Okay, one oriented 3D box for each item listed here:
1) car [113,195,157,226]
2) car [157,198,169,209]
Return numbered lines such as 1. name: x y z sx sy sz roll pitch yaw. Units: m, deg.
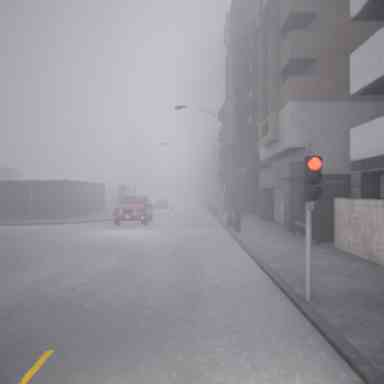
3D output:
1. car: -4.113 1.241 24.014 2.150 2.045 5.566 0 0 0
2. car: -4.114 1.582 45.482 2.033 1.411 5.357 0 0 0
